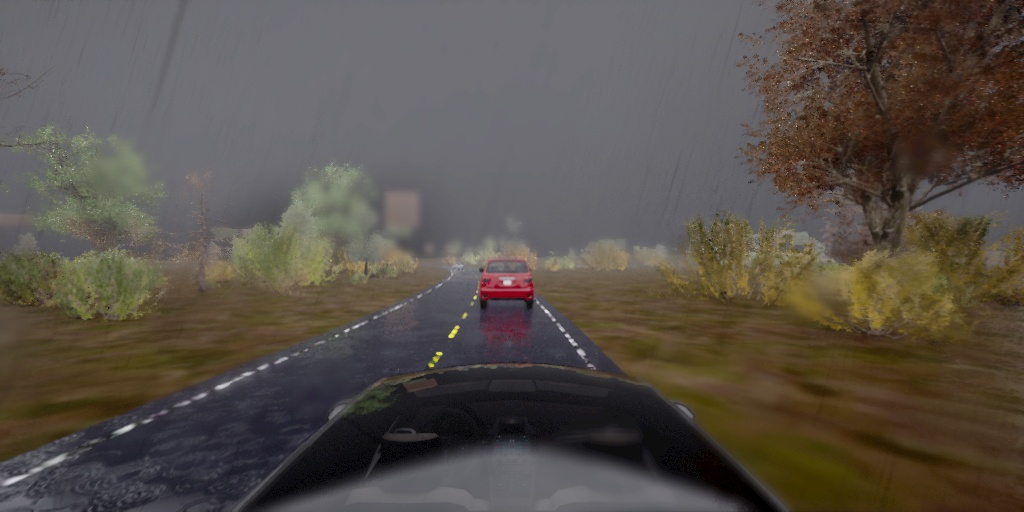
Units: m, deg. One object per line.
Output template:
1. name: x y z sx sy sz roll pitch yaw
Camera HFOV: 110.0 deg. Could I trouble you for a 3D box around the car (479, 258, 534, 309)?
1. car: -0.286 1.101 15.973 2.150 2.045 5.566 0 0 -3
